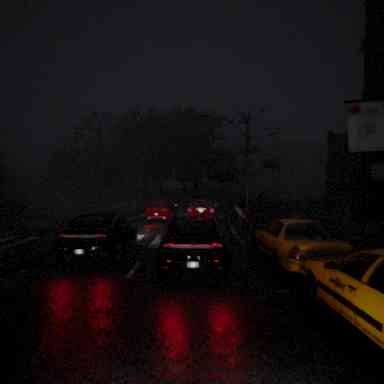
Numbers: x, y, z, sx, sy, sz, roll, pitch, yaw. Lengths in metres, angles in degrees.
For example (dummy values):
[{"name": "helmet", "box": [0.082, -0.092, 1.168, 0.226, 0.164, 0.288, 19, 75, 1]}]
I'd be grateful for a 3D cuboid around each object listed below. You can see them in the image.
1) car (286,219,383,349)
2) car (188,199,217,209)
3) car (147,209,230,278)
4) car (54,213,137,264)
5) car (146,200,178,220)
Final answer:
[{"name": "car", "box": [3.196, 1.463, 4.916, 1.946, 1.575, 5.366, 0, 0, -1]}, {"name": "car", "box": [0.857, 1.300, 25.639, 2.097, 1.767, 4.553, 0, 1, 6]}, {"name": "car", "box": [0.051, 1.483, 10.161, 2.128, 1.511, 4.902, 0, 0, 1]}, {"name": "car", "box": [-3.171, 1.485, 11.809, 2.128, 1.511, 4.902, 0, 0, 0]}, {"name": "car", "box": [-2.327, 1.404, 26.497, 1.882, 1.535, 5.008, 0, 1, 6]}]
